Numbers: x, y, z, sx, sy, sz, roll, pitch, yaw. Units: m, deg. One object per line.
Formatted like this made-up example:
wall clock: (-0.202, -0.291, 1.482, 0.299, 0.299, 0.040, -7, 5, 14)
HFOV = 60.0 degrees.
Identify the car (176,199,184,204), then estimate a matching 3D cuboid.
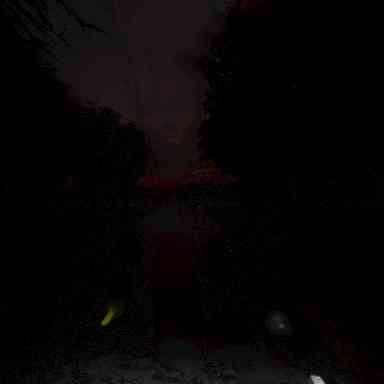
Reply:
car: (-3.010, 2.381, 79.217, 1.837, 1.490, 4.892, 0, -1, 0)

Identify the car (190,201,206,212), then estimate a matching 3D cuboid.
car: (1.044, 2.036, 47.639, 1.801, 1.575, 5.366, 0, -1, 0)

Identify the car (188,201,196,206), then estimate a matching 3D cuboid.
car: (-0.010, 2.984, 87.063, 1.895, 1.301, 4.718, 0, -1, 0)

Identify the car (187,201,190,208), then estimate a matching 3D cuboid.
car: (-0.008, 2.525, 65.992, 1.994, 1.385, 4.181, 0, -1, 0)

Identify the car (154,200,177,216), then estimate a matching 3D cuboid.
car: (-3.101, 1.927, 37.565, 2.033, 1.411, 5.357, 0, -1, 0)
